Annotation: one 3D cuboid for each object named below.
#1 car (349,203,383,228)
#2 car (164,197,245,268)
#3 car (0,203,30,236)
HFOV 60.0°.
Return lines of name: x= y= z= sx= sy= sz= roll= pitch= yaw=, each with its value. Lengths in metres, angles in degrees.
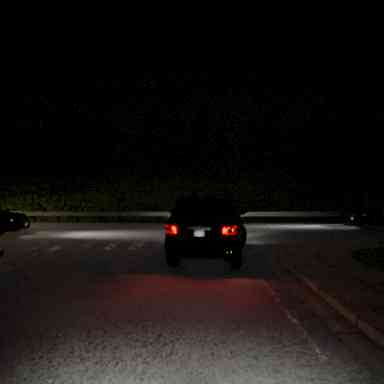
car: x=12.391 y=1.378 z=20.629 sx=4.902 sy=1.511 sz=2.128 roll=0 pitch=0 yaw=0
car: x=0.605 y=1.159 z=11.288 sx=2.150 sy=2.045 sz=5.566 roll=0 pitch=0 yaw=9
car: x=-10.942 y=1.397 z=17.061 sx=4.902 sy=1.511 sz=2.128 roll=0 pitch=0 yaw=0
